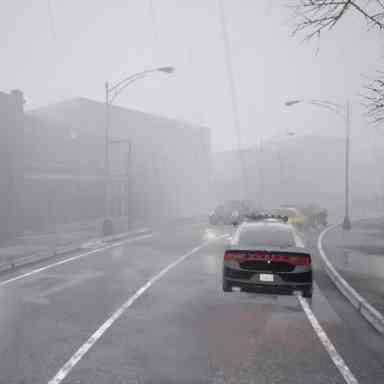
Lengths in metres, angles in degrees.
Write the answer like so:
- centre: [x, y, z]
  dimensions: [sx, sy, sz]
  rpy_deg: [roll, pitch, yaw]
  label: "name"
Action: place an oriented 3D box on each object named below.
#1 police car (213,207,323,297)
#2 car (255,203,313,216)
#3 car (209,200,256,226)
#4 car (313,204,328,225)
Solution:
- centre: [1.976, 1.427, 8.856]
  dimensions: [1.930, 1.638, 5.238]
  rpy_deg: [0, 0, 12]
  label: "police car"
- centre: [5.086, 1.469, 17.736]
  dimensions: [1.801, 1.575, 5.366]
  rpy_deg: [1, 0, 26]
  label: "car"
- centre: [2.921, 1.329, 22.221]
  dimensions: [2.097, 1.767, 4.553]
  rpy_deg: [1, 0, 31]
  label: "car"
- centre: [7.784, 1.535, 22.433]
  dimensions: [1.837, 1.490, 4.892]
  rpy_deg: [1, 0, 34]
  label: "car"
